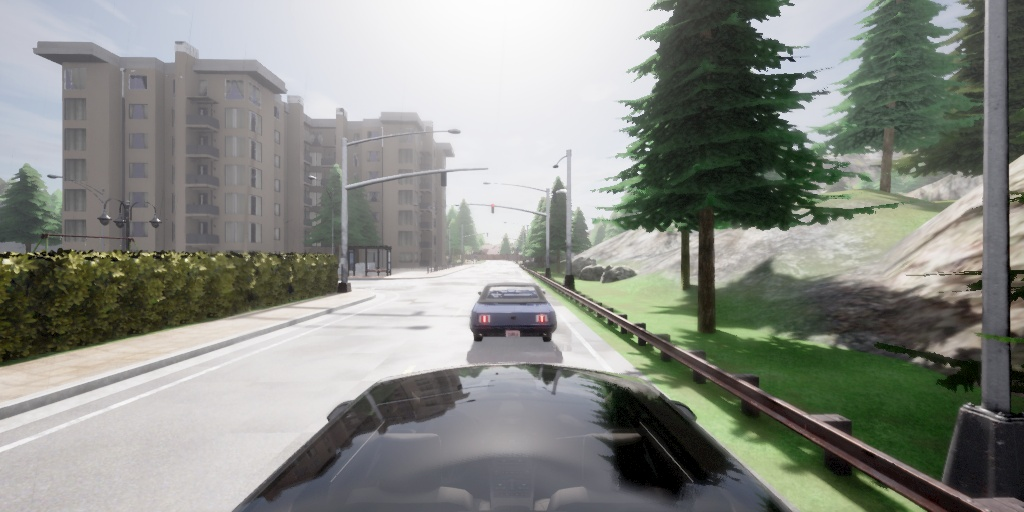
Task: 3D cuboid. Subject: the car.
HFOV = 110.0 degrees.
[{"bbox_3d":[-0.003,1.351,9.771,1.895,1.301,4.718,0,0,-1],"label":"car"}]
